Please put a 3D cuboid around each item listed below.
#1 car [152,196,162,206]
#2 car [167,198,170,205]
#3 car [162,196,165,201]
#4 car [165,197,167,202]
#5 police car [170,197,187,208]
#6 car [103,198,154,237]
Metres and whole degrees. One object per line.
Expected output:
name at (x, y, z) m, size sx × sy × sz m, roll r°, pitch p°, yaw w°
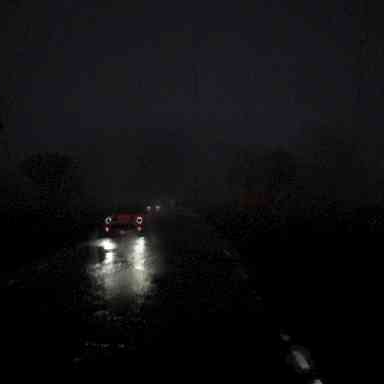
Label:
car at (-6.854, 1.761, 59.914) m, size 1.882 × 1.535 × 5.008 m, roll 0°, pitch 0°, yaw -6°
car at (-3.098, 1.813, 61.811) m, size 1.812 × 1.442 × 4.674 m, roll 0°, pitch 0°, yaw -7°
car at (-7.597, 1.749, 85.669) m, size 1.882 × 1.535 × 5.008 m, roll 0°, pitch 0°, yaw -10°
car at (-3.899, 1.822, 67.786) m, size 1.837 × 1.490 × 4.892 m, roll 0°, pitch 0°, yaw -8°
police car at (-1.936, 1.664, 51.941) m, size 1.930 × 1.638 × 5.238 m, roll 0°, pitch 0°, yaw -6°
car at (-3.531, 1.438, 18.748) m, size 2.097 × 1.767 × 4.553 m, roll 0°, pitch 0°, yaw -2°
